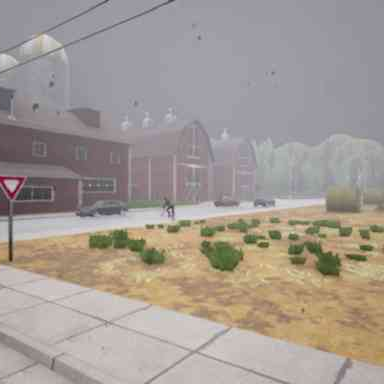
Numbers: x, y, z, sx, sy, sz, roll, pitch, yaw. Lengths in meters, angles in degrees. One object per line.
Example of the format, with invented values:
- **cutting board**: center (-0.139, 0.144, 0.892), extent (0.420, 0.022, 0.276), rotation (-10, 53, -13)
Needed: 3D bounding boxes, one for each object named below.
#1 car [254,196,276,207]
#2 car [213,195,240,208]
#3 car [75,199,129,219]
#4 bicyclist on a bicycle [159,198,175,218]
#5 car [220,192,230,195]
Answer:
- **car**: center (10.527, 1.408, 47.919), extent (1.837, 1.490, 4.892), rotation (0, 0, 35)
- **car**: center (4.847, 1.494, 46.021), extent (1.895, 1.301, 4.718), rotation (0, 0, 35)
- **car**: center (-7.544, 1.398, 28.216), extent (1.837, 1.490, 4.892), rotation (0, 1, 35)
- **bicyclist on a bicycle**: center (-1.721, 1.221, 23.481), extent (1.656, 1.620, 0.582), rotation (0, 0, 35)
- **car**: center (5.500, 1.023, 54.258), extent (1.905, 1.878, 3.866), rotation (6, 1, -8)
